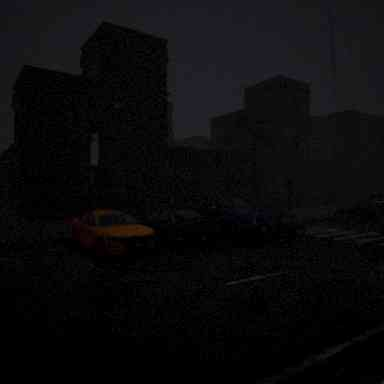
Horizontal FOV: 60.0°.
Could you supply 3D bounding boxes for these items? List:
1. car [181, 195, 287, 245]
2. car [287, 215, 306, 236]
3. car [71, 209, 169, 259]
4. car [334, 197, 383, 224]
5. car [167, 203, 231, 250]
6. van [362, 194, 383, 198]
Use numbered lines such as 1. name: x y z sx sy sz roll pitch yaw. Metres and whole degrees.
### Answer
1. car: 1.401 1.182 15.939 2.435 2.045 5.566 0 0 -35
2. car: 3.677 1.455 17.537 2.163 1.488 4.792 0 0 -35
3. car: -3.165 1.449 12.771 2.097 1.535 5.008 0 0 -35
4. car: 12.761 1.391 23.948 2.231 1.521 4.892 0 0 -35
5. car: -0.884 1.442 14.360 2.231 1.521 4.892 0 0 -35
6. van: 14.964 1.155 25.647 1.878 1.987 4.442 0 0 -35
